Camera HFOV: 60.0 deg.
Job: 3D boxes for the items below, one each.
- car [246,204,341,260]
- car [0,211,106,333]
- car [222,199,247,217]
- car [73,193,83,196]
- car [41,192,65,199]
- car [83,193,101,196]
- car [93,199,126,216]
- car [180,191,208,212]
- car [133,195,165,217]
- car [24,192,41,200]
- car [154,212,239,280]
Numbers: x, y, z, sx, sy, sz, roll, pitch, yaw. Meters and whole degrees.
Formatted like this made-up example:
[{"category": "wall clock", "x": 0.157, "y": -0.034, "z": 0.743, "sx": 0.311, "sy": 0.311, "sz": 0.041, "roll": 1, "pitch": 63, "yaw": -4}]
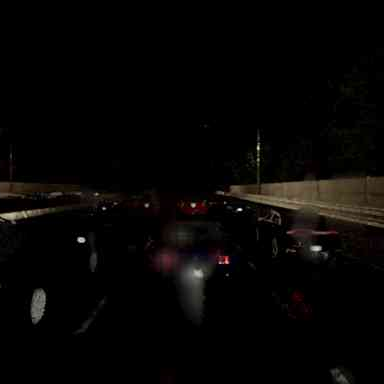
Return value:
[{"category": "car", "x": 3.502, "y": 1.353, "z": 11.810, "sx": 2.128, "sy": 1.511, "sz": 4.902, "roll": 0, "pitch": 1, "yaw": 0}, {"category": "car", "x": -3.398, "y": 1.398, "z": 6.738, "sx": 1.882, "sy": 1.535, "sz": 5.008, "roll": 0, "pitch": 1, "yaw": 0}, {"category": "car", "x": 3.502, "y": 1.259, "z": 26.449, "sx": 1.994, "sy": 1.385, "sz": 4.181, "roll": 0, "pitch": 1, "yaw": 0}, {"category": "car", "x": -21.003, "y": 0.861, "z": 61.960, "sx": 1.994, "sy": 1.385, "sz": 4.181, "roll": 0, "pitch": 1, "yaw": 0}, {"category": "car", "x": -24.510, "y": 0.825, "z": 59.878, "sx": 2.128, "sy": 1.511, "sz": 4.902, "roll": 0, "pitch": 1, "yaw": 0}, {"category": "car", "x": -17.513, "y": 0.927, "z": 60.024, "sx": 1.895, "sy": 1.301, "sz": 4.718, "roll": 0, "pitch": 1, "yaw": 1}, {"category": "car", "x": -6.894, "y": 1.242, "z": 28.064, "sx": 1.994, "sy": 1.385, "sz": 4.181, "roll": 0, "pitch": 1, "yaw": 0}, {"category": "car", "x": 0.103, "y": 1.040, "z": 27.154, "sx": 2.097, "sy": 1.767, "sz": 4.553, "roll": 0, "pitch": 1, "yaw": 0}, {"category": "car", "x": -3.399, "y": 1.040, "z": 27.125, "sx": 2.097, "sy": 1.767, "sz": 4.553, "roll": 0, "pitch": 1, "yaw": 0}, {"category": "car", "x": -28.006, "y": 0.841, "z": 59.038, "sx": 1.837, "sy": 1.490, "sz": 4.892, "roll": 0, "pitch": 1, "yaw": 0}, {"category": "car", "x": 0.101, "y": 1.490, "z": 9.530, "sx": 1.895, "sy": 1.301, "sz": 4.718, "roll": 0, "pitch": 1, "yaw": 0}]
